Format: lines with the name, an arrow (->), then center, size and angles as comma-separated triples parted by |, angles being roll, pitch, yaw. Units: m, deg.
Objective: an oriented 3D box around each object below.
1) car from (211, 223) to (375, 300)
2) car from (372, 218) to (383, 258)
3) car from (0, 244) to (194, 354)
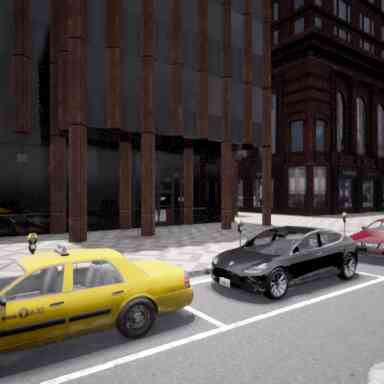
car -> 2.480, 1.565, 8.401 | 4.313, 1.339, 1.947 | 0, 0, -35
car -> 7.077, 1.582, 11.664 | 4.206, 1.307, 1.802 | 0, 0, -35
car -> -2.255, 1.525, 5.040 | 4.829, 1.417, 1.752 | 0, 0, -35
